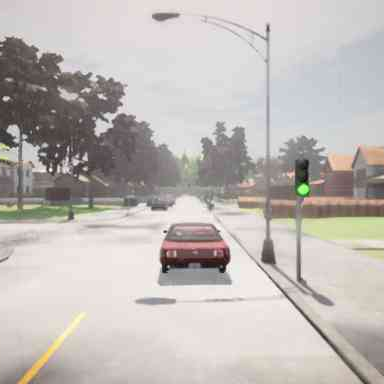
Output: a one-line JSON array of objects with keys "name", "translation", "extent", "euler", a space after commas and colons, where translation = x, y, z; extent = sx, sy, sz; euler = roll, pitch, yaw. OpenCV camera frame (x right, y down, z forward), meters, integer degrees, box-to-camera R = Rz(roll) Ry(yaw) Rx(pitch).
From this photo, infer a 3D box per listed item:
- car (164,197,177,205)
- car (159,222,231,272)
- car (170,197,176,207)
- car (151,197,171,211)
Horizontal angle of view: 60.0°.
[{"name": "car", "translation": [-4.005, 1.667, 62.689], "extent": [2.033, 1.411, 5.357], "euler": [0, 0, 0]}, {"name": "car", "translation": [-0.009, 1.622, 10.806], "extent": [1.895, 1.301, 4.718], "euler": [0, 0, -2]}, {"name": "car", "translation": [-4.070, 1.664, 52.328], "extent": [1.994, 1.385, 4.181], "euler": [0, 0, 0]}, {"name": "car", "translation": [-4.099, 1.682, 42.336], "extent": [1.895, 1.301, 4.718], "euler": [0, 0, 0]}]
